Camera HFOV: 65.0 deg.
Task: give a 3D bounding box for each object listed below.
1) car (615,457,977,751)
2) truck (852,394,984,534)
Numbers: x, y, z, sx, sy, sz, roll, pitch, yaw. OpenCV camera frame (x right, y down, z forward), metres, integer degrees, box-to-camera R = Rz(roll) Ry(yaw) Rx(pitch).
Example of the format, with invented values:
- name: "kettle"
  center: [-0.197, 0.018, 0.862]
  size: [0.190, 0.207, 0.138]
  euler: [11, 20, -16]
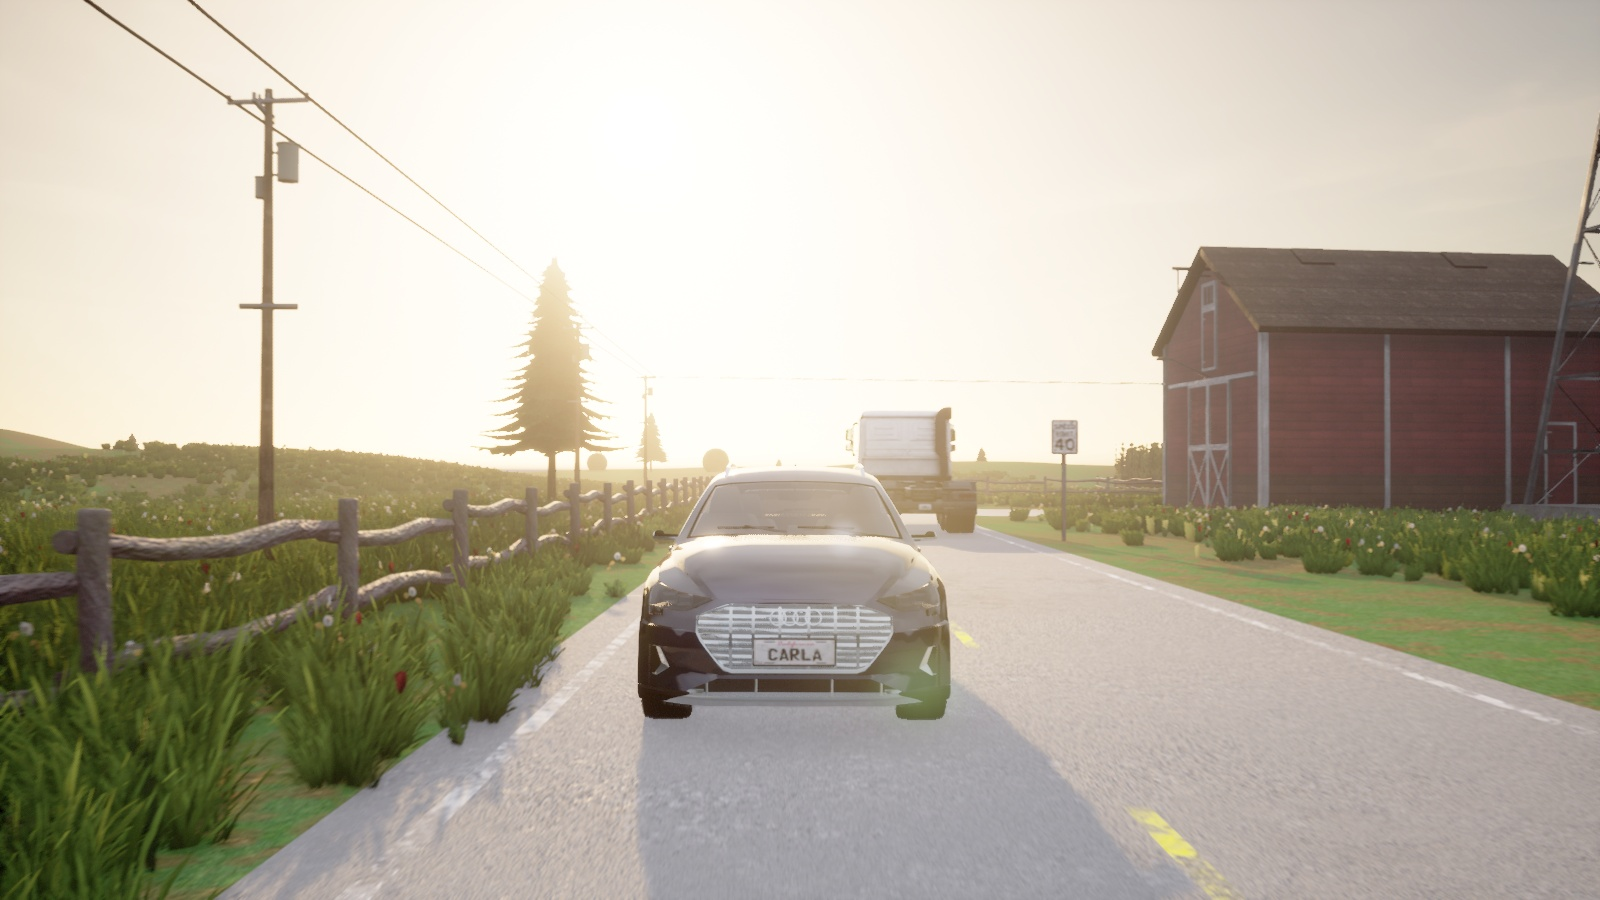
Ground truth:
- name: "car"
  center: [-0.033, 0.906, 9.507]
  size: [2.033, 1.649, 4.856]
  euler: [0, -1, 0]
- name: "truck"
  center: [3.074, 0.414, 35.018]
  size: [2.891, 3.462, 7.936]
  euler: [0, -1, 0]
